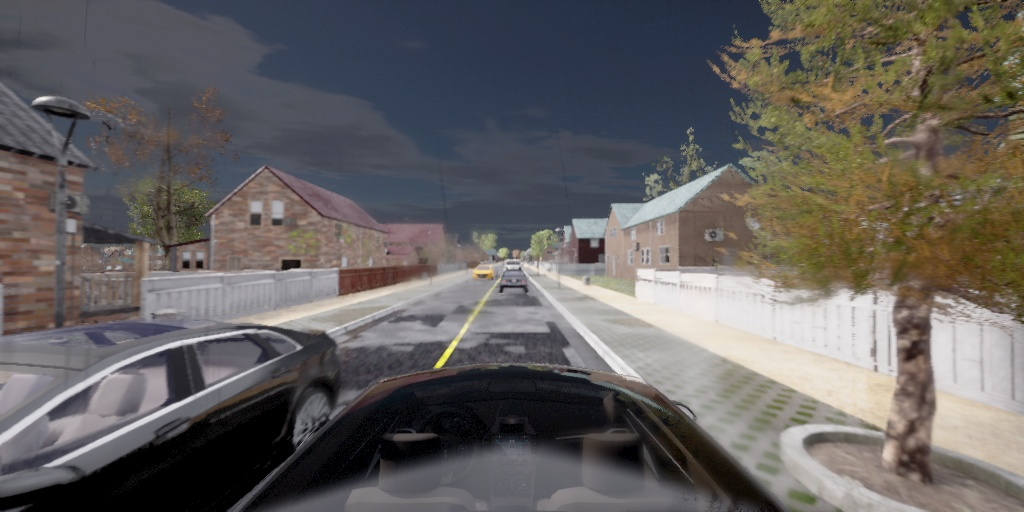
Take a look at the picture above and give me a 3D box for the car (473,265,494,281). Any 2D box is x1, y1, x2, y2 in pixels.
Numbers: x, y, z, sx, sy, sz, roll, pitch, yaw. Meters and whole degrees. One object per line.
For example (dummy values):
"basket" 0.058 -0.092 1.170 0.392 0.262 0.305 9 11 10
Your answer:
"car" -2.808 1.662 36.402 1.882 1.535 5.008 0 -1 0

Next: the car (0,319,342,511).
"car" -2.850 1.246 2.132 2.128 1.511 4.902 0 -1 0

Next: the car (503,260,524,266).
"car" 0.144 1.470 41.327 2.150 2.045 5.566 0 0 0

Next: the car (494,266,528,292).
"car" 0.122 1.579 23.989 2.033 1.411 5.357 0 -1 0
